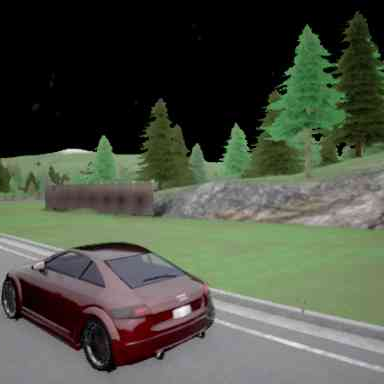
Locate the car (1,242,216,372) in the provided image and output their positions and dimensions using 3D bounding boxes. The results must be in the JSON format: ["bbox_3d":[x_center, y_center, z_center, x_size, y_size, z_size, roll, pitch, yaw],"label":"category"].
[{"bbox_3d":[-1.637,1.589,5.810,4.181,1.385,1.994,0,0,41],"label":"car"}]
